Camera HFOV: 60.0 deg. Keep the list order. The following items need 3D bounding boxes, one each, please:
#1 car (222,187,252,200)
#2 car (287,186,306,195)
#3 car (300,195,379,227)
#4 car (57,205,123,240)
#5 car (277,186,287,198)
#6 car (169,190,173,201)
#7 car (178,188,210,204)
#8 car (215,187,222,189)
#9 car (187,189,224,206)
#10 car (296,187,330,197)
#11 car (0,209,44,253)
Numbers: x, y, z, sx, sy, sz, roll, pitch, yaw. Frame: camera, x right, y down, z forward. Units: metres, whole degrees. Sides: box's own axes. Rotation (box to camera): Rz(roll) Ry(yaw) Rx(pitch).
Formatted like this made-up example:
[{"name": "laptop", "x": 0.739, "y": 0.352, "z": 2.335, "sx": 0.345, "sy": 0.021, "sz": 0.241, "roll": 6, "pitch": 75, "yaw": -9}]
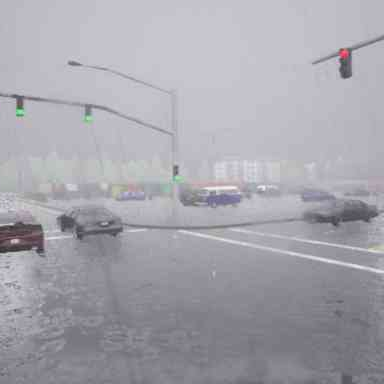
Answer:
[{"name": "car", "x": 8.508, "y": 0.030, "z": 62.667, "sx": 4.605, "sy": 1.855, "sz": 1.932, "roll": -1, "pitch": 1, "yaw": -33}, {"name": "car", "x": 23.267, "y": -0.335, "z": 72.099, "sx": 3.866, "sy": 1.878, "sz": 1.905, "roll": -1, "pitch": 1, "yaw": -33}, {"name": "car", "x": 8.745, "y": 1.124, "z": 19.432, "sx": 5.357, "sy": 1.411, "sz": 2.033, "roll": -1, "pitch": 1, "yaw": -33}, {"name": "car", "x": -5.036, "y": 1.335, "z": 15.981, "sx": 2.033, "sy": 1.411, "sz": 5.357, "roll": -1, "pitch": 2, "yaw": -33}, {"name": "car", "x": 21.724, "y": -0.113, "z": 74.550, "sx": 3.806, "sy": 1.475, "sz": 1.970, "roll": -1, "pitch": 1, "yaw": -33}, {"name": "car", "x": -1.206, "y": 0.379, "z": 49.892, "sx": 4.605, "sy": 1.855, "sz": 1.932, "roll": -1, "pitch": 1, "yaw": -33}, {"name": "car", "x": 0.282, "y": 0.604, "z": 47.660, "sx": 3.905, "sy": 1.438, "sz": 1.784, "roll": -1, "pitch": 1, "yaw": -33}, {"name": "car", "x": 7.008, "y": 0.222, "z": 65.147, "sx": 3.905, "sy": 1.438, "sz": 1.784, "roll": -1, "pitch": 1, "yaw": -33}, {"name": "car", "x": 1.839, "y": 0.653, "z": 45.219, "sx": 3.806, "sy": 1.475, "sz": 1.970, "roll": -1, "pitch": 1, "yaw": -33}, {"name": "car", "x": 17.671, "y": 0.370, "z": 48.471, "sx": 3.806, "sy": 1.475, "sz": 1.970, "roll": -1, "pitch": 1, "yaw": -33}, {"name": "car", "x": -6.844, "y": 1.363, "z": 12.360, "sx": 1.882, "sy": 1.535, "sz": 5.008, "roll": -1, "pitch": 1, "yaw": -33}]
